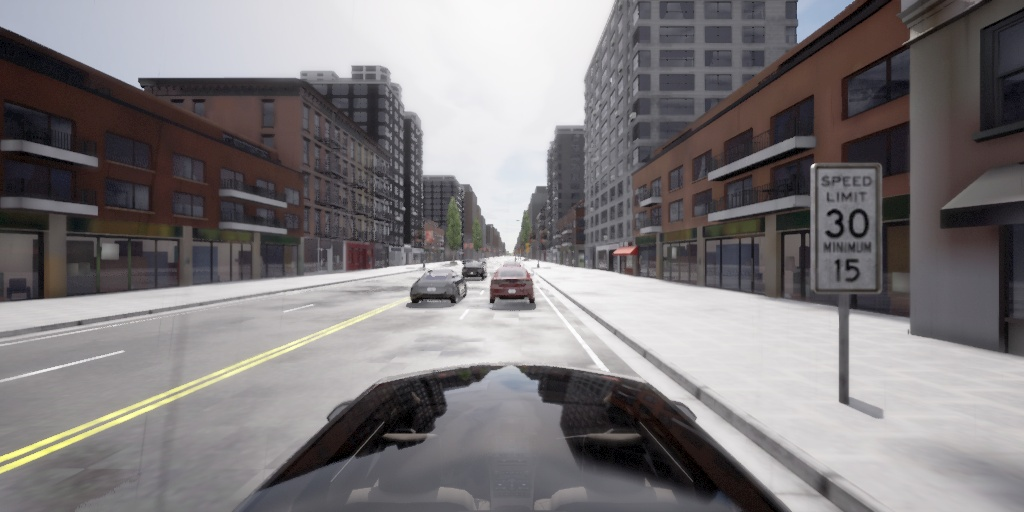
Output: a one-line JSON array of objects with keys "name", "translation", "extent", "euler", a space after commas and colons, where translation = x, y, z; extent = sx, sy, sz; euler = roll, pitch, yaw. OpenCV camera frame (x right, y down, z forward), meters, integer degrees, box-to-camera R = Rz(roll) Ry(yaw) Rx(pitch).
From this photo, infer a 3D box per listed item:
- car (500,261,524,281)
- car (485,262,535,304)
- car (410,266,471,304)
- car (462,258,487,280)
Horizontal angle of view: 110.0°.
[{"name": "car", "translation": [0.000, 1.231, 31.500], "extent": [1.882, 1.535, 5.008], "euler": [0, 0, 0]}, {"name": "car", "translation": [0.000, 1.233, 16.500], "extent": [1.882, 1.535, 5.008], "euler": [0, 0, 0]}, {"name": "car", "translation": [-3.250, 1.321, 16.500], "extent": [1.994, 1.385, 4.181], "euler": [0, 0, 0]}, {"name": "car", "translation": [-3.250, 1.231, 31.500], "extent": [1.882, 1.535, 5.008], "euler": [0, 0, 0]}]
